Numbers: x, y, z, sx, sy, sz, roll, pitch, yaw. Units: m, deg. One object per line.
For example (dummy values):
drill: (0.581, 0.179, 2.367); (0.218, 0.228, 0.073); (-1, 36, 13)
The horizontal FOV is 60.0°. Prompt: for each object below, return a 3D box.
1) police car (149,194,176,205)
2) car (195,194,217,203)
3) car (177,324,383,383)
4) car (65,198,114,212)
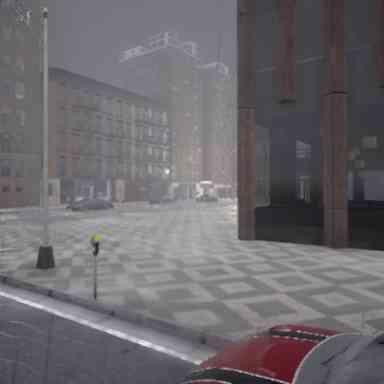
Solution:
police car: (-4.506, 1.079, 51.028); (1.930, 1.638, 5.238); (0, 1, 36)
car: (2.451, 1.073, 55.182); (1.812, 1.442, 4.674); (0, 0, 36)
car: (1.635, 1.437, 1.792); (4.097, 1.590, 1.967); (-1, 0, 36)
car: (-11.075, 1.407, 36.490); (2.033, 1.411, 5.357); (0, 1, 36)
